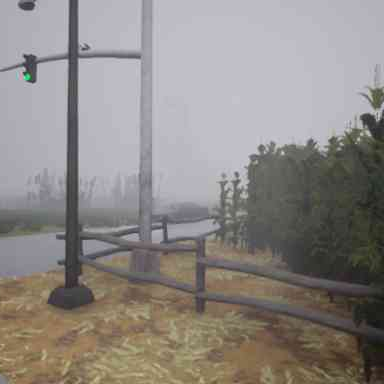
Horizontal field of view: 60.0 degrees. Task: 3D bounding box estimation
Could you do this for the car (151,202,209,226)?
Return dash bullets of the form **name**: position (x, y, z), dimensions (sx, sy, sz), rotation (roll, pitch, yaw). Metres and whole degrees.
- **car**: position (-0.905, 1.389, 22.343), dimensions (2.033, 1.411, 5.357), rotation (1, 0, 35)
